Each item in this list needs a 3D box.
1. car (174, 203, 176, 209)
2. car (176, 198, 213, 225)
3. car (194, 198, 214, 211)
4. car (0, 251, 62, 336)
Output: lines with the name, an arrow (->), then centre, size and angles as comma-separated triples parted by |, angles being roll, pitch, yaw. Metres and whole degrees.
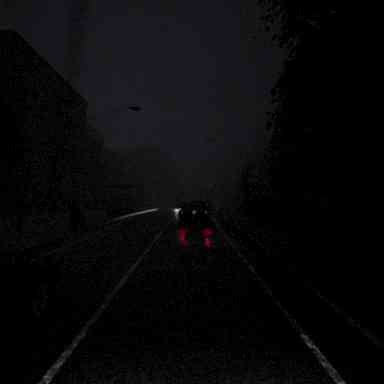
car -> -1.185, 1.600, 48.315 | 1.812, 1.442, 4.674 | -1, 0, 10
car -> 0.191, 1.378, 24.222 | 2.097, 1.767, 4.553 | 0, 0, 1
car -> 1.617, 1.565, 42.636 | 2.033, 1.411, 5.357 | -1, 0, 8
car -> -3.598, 1.607, 4.617 | 1.895, 1.301, 4.718 | 0, 0, 0
